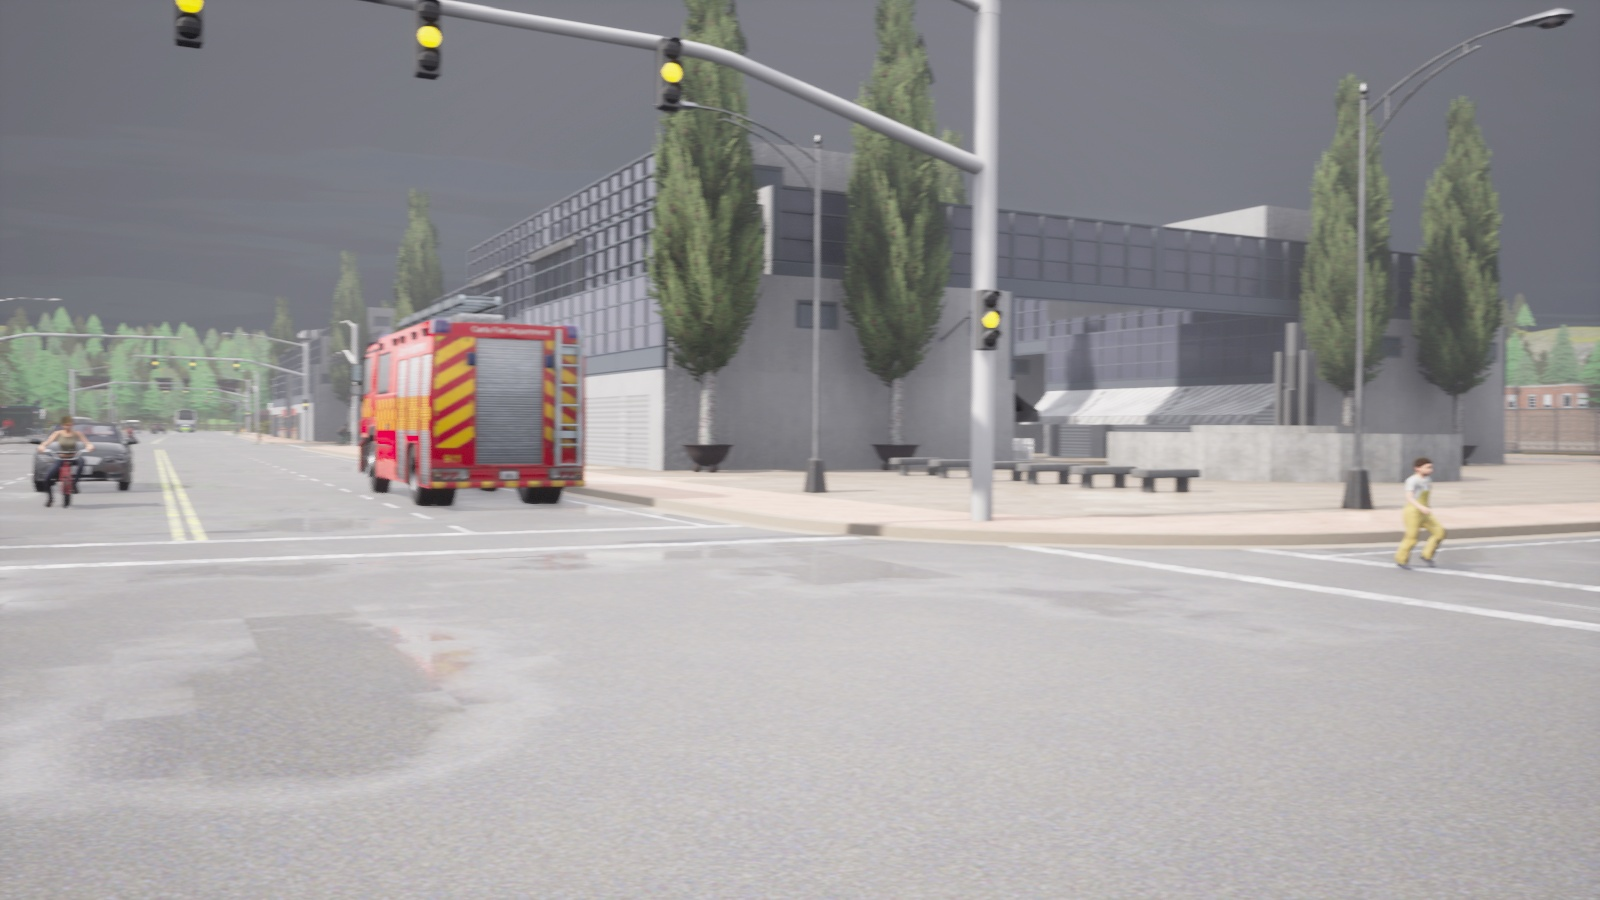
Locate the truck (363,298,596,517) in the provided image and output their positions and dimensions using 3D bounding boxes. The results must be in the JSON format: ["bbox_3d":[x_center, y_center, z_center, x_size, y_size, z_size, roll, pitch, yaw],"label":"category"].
[{"bbox_3d":[-7.016,-0.799,26.365,2.891,3.827,8.468,-1,1,-27],"label":"truck"}]

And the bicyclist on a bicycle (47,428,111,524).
[{"bbox_3d":[-12.645,0.431,22.052,0.866,1.612,1.509,-1,1,-27],"label":"bicyclist on a bicycle"}]

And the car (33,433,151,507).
[{"bbox_3d":[-16.042,0.376,28.692,2.128,1.511,4.902,-1,1,-27],"label":"car"}]

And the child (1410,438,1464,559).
[{"bbox_3d":[6.822,0.506,13.457,0.270,1.263,0.437,-1,1,-25],"label":"child"}]
